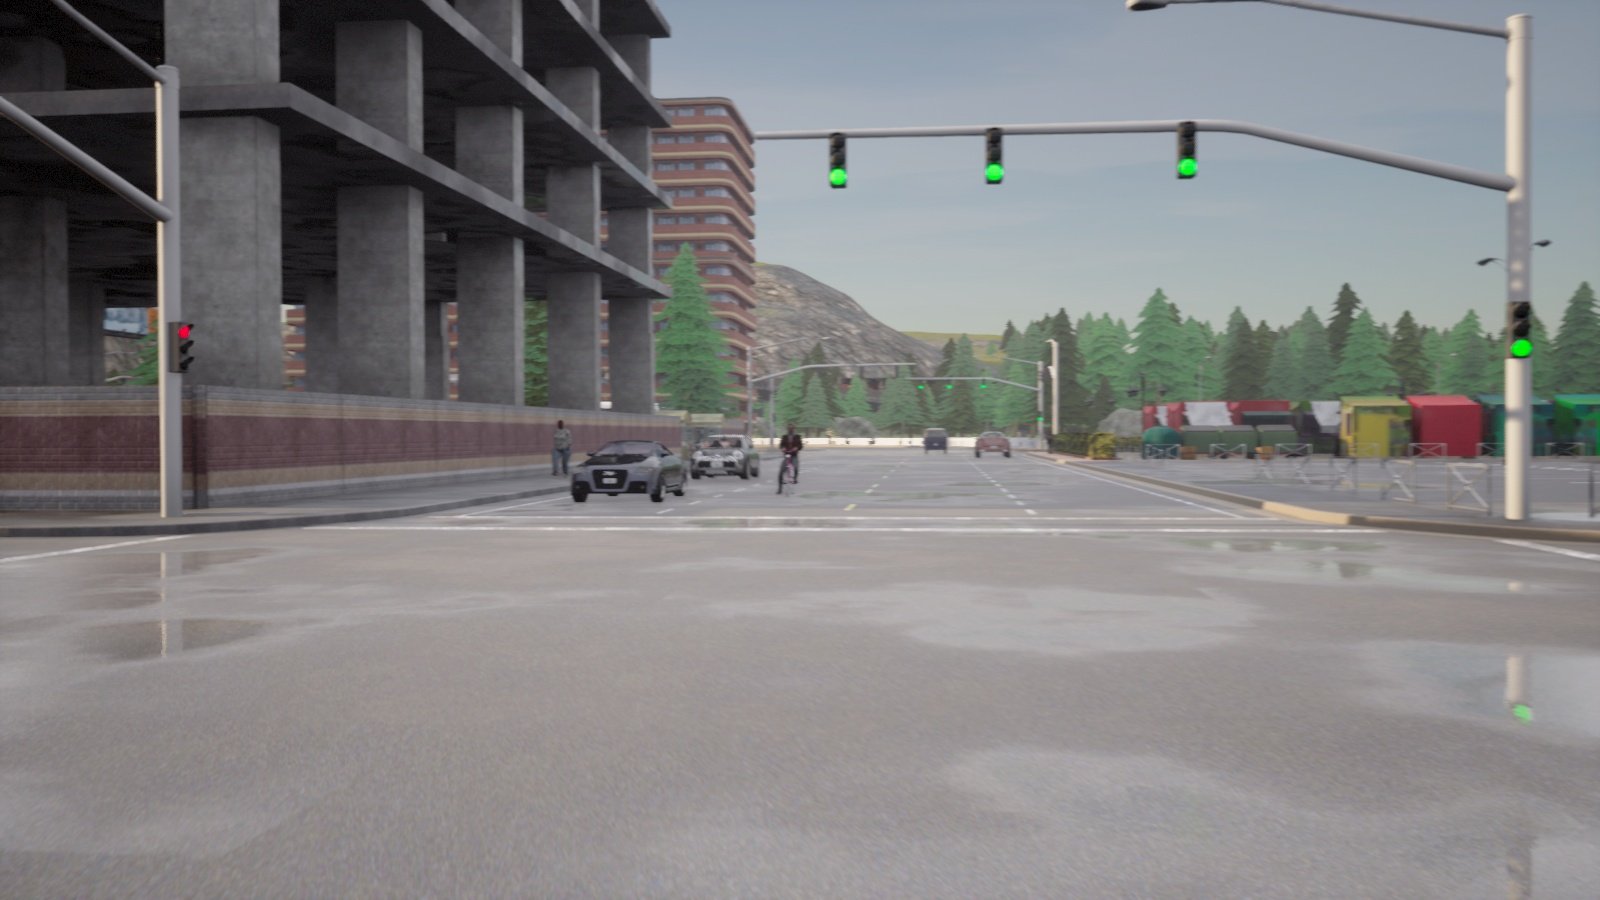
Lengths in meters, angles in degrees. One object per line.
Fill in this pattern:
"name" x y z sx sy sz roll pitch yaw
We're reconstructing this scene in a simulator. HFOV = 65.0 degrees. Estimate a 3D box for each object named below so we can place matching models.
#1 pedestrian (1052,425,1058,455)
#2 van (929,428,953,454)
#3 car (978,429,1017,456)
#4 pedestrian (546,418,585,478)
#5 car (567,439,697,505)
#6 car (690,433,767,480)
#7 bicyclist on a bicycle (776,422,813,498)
"pedestrian" 15.839 -0.620 77.992 0.331 1.846 0.634 0 1 16
"van" 10.782 -0.687 96.202 1.775 1.987 4.442 0 1 6
"car" 12.350 -0.494 78.700 2.152 1.651 5.027 0 1 6
"pedestrian" -7.330 -0.072 39.249 0.874 1.855 0.900 0 1 20
"car" -3.770 0.451 28.960 1.994 1.385 4.181 0 1 6
"car" -2.326 0.190 41.873 1.970 1.475 3.806 0 1 6
"bicyclist on a bicycle" -0.123 0.233 30.061 0.659 1.776 1.843 0 0 6
